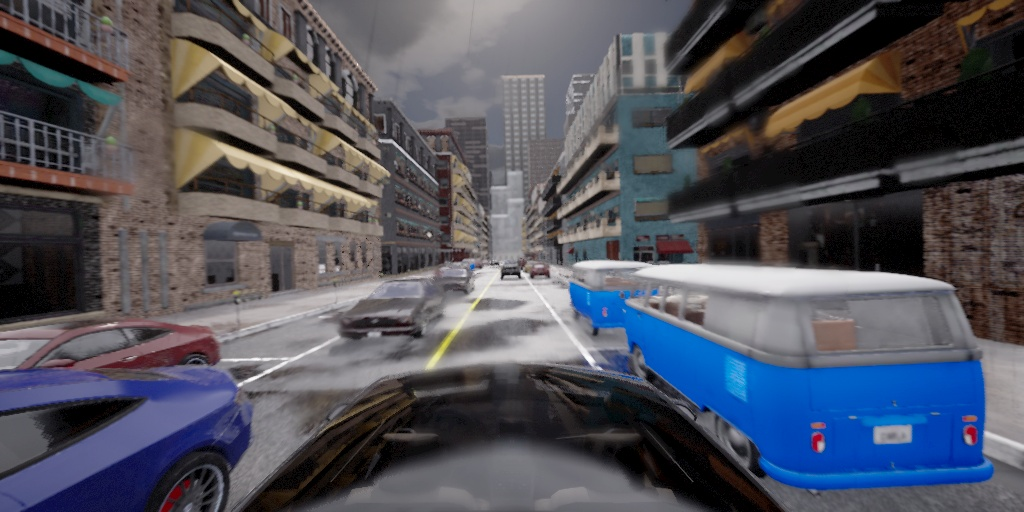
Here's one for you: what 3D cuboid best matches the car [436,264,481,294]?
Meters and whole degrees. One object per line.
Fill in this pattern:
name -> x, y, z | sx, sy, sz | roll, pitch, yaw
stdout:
car -> -3.228, 1.424, 21.242 | 2.033, 1.411, 5.357 | -2, 0, -1

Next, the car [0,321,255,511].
car -> -3.112, 1.367, 1.178 | 1.812, 1.442, 4.674 | -2, 0, 1

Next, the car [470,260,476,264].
car -> -5.918, 1.542, 43.548 | 2.007, 1.370, 4.403 | 0, 0, 0

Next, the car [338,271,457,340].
car -> -3.169, 1.406, 10.798 | 2.033, 1.411, 5.357 | -2, 0, -1

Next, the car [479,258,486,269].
car -> -6.051, 1.338, 60.353 | 2.192, 1.841, 5.009 | 0, 0, 0

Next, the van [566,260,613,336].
van -> 2.648, 1.025, 9.962 | 1.690, 1.789, 3.998 | 0, 0, 0

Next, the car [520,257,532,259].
car -> 2.353, 1.079, 54.778 | 2.192, 1.841, 5.009 | 0, 0, 0

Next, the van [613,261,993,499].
van -> 2.685, 1.015, 4.360 | 1.690, 1.789, 3.998 | 0, 0, 0

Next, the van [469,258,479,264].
van -> -5.955, 1.343, 49.149 | 1.690, 1.789, 3.998 | 0, 0, 0

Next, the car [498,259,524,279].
car -> -0.115, 1.309, 33.540 | 1.837, 1.490, 4.892 | -2, 0, 0

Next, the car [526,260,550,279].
car -> 2.500, 1.306, 32.371 | 1.802, 1.307, 4.207 | 0, 0, 0

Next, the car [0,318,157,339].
car -> -5.659, 1.504, 4.334 | 1.802, 1.307, 4.207 | 0, 0, 0

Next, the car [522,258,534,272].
car -> 2.425, 1.269, 43.745 | 1.751, 1.417, 4.829 | 0, 0, 0

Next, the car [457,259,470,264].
car -> -5.881, 1.422, 37.946 | 1.967, 1.591, 4.097 | 0, 0, 0
